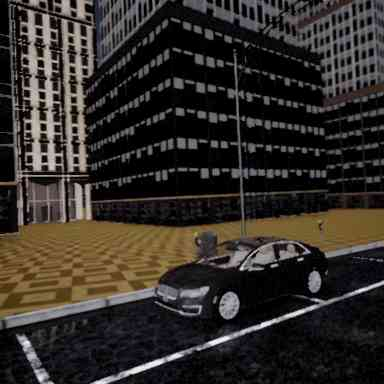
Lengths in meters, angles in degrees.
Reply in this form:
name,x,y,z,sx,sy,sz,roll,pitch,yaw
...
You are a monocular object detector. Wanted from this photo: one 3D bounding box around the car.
name,x,y,z,sx,sy,sz,roll,pitch,yaw
car,1.280,1.730,7.466,4.403,1.369,2.008,-1,-3,-36
